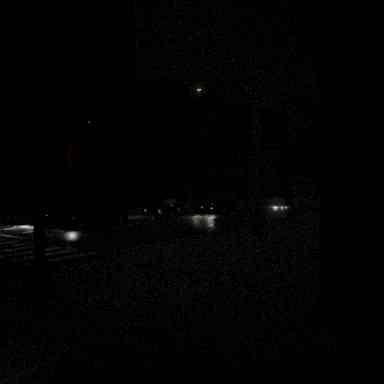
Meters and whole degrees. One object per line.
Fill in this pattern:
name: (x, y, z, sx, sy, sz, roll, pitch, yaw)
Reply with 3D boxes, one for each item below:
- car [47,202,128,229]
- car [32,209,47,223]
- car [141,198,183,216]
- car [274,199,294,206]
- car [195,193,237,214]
car: (-6.338, 1.419, 21.452, 1.882, 1.535, 5.008, 0, 0, 34)
car: (-8.940, 1.511, 23.388, 1.994, 1.385, 4.181, 0, 0, 35)
car: (-2.801, 1.391, 32.056, 2.128, 1.511, 4.902, 0, 1, 35)
car: (13.787, 1.387, 49.692, 1.994, 1.385, 4.181, 0, 0, 35)
car: (2.541, 1.097, 33.978, 2.150, 2.045, 5.566, 0, 0, 35)
